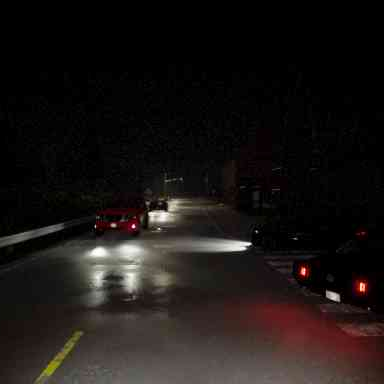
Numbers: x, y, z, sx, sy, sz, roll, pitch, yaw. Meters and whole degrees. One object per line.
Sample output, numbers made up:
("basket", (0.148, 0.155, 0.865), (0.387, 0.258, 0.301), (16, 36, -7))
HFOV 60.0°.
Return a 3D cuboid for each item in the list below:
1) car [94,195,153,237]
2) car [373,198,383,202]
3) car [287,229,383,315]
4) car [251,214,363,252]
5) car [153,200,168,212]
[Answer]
("car", (-3.734, 1.222, 18.521), (2.150, 2.045, 5.566), (0, 0, 0))
("car", (27.130, 1.506, 46.961), (1.816, 1.474, 4.193), (0, 0, -1))
("car", (4.505, 1.601, 7.103), (4.718, 1.301, 1.895), (0, 0, -29))
("car", (4.438, 1.564, 12.924), (4.181, 1.385, 1.994), (0, 0, 21))
("car", (-3.772, 1.564, 38.097), (1.994, 1.385, 4.181), (0, 0, 0))
